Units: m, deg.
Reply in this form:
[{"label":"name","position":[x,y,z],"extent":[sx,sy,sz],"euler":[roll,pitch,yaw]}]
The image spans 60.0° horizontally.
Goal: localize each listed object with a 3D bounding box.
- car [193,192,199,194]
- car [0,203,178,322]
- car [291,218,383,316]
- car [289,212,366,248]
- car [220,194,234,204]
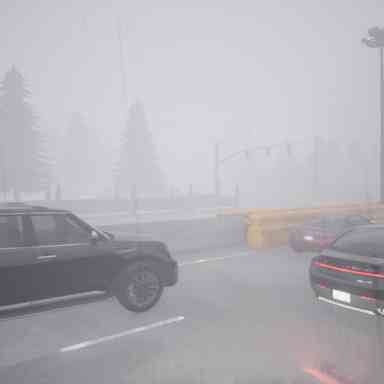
[{"label":"car","position":[1.000,0.836,76.645],"extent":[2.128,1.511,4.902],"euler":[-1,1,3]},{"label":"car","position":[-2.937,1.217,5.950],"extent":[5.566,2.045,2.150],"euler":[0,0,-36]},{"label":"car","position":[4.444,1.424,6.918],"extent":[4.892,1.490,1.837],"euler":[-2,1,-35]},{"label":"car","position":[5.405,1.426,11.897],"extent":[4.181,1.385,1.994],"euler":[-1,1,-35]},{"label":"car","position":[4.917,1.061,49.774],"extent":[1.812,1.442,4.674],"euler":[-1,1,-35]}]
